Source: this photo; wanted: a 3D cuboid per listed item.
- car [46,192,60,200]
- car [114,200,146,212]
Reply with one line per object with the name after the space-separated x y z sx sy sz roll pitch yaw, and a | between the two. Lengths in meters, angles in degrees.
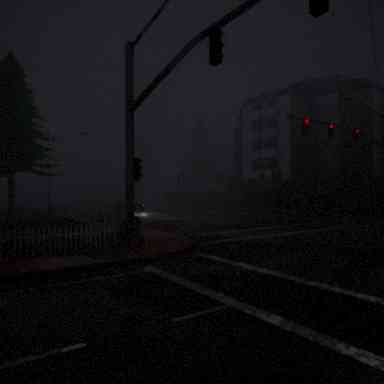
-36.330 1.059 86.820 2.150 2.045 5.566 0 0 -41 | car
-6.928 1.532 36.949 1.895 1.301 4.718 0 0 -34 | car
